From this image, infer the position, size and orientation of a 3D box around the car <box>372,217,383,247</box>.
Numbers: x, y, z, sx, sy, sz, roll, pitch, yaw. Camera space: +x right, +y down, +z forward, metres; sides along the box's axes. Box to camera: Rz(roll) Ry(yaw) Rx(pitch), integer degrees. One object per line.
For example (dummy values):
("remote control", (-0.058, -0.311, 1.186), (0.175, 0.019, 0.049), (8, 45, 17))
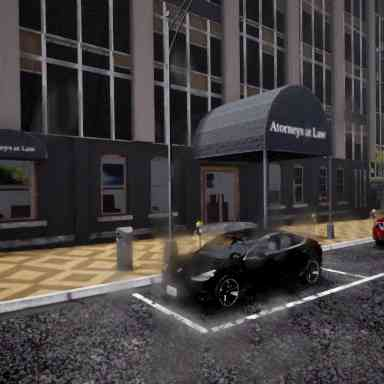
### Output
("car", (9.615, 1.310, 14.030), (5.009, 1.841, 2.192), (0, -1, -37))

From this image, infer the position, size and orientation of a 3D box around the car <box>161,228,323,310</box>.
("car", (1.341, 1.564, 7.824), (4.313, 1.339, 1.947), (0, -1, -37))
